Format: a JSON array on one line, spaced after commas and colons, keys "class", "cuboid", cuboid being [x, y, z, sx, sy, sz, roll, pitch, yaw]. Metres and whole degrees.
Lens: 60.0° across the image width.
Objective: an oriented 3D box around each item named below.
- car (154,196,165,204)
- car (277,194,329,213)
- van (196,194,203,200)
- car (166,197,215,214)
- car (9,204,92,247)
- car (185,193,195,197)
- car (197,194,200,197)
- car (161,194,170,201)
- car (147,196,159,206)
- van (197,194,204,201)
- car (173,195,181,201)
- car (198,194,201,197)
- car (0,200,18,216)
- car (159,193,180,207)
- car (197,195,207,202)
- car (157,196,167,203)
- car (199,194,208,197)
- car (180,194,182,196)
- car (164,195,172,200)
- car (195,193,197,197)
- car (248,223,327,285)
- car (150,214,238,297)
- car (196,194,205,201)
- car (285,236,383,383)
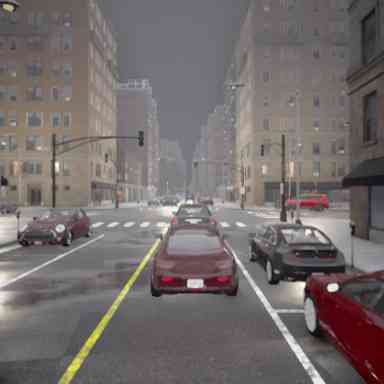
[{"class": "car", "cuboid": [-6.208, 1.487, 64.070, 1.887, 1.381, 4.507, 0, 0, -1]}, {"class": "car", "cuboid": [12.570, 1.261, 37.650, 5.566, 2.045, 2.150, 0, 0, 1]}, {"class": "van", "cuboid": [2.005, 1.324, 91.695, 1.690, 1.788, 3.998, 0, 0, -1]}, {"class": "car", "cuboid": [0.068, 1.326, 16.063, 2.097, 1.767, 4.553, 0, 0, 0]}, {"class": "car", "cuboid": [-5.877, 1.416, 14.693, 1.967, 1.590, 4.097, 0, 0, 0]}, {"class": "car", "cuboid": [-0.477, 1.178, 75.260, 2.150, 2.045, 5.566, 0, 0, -1]}, {"class": "car", "cuboid": [2.314, 1.469, 64.331, 1.752, 1.417, 4.829, 0, 0, -1]}, {"class": "car", "cuboid": [-6.395, 1.401, 80.594, 1.967, 1.590, 4.097, 0, 0, -1]}, {"class": "car", "cuboid": [-6.083, 1.491, 53.055, 2.008, 1.369, 4.403, 0, 0, -1]}, {"class": "van", "cuboid": [2.067, 1.312, 86.189, 1.690, 1.788, 3.998, 0, 0, -1]}, {"class": "car", "cuboid": [-3.531, 1.483, 79.597, 1.812, 1.442, 4.674, 0, 0, -1]}, {"class": "car", "cuboid": [2.379, 1.507, 58.654, 1.947, 1.339, 4.313, 0, 0, -1]}, {"class": "car", "cuboid": [-18.268, 1.351, 30.673, 4.902, 1.511, 2.128, 1, 0, 0]}, {"class": "car", "cuboid": [-3.282, 1.295, 49.595, 2.097, 1.767, 4.553, 0, 0, -1]}, {"class": "car", "cuboid": [2.192, 1.393, 75.175, 1.967, 1.590, 4.097, 0, 0, -1]}, {"class": "car", "cuboid": [-6.271, 1.528, 69.578, 1.802, 1.307, 4.206, 0, 0, -1]}, {"class": "car", "cuboid": [2.441, 1.486, 53.148, 1.887, 1.381, 4.507, 0, 0, -1]}, {"class": "car", "cuboid": [-3.403, 1.507, 64.576, 1.994, 1.385, 4.181, 0, 0, 0]}, {"class": "car", "cuboid": [-6.521, 1.548, 91.609, 1.947, 1.339, 4.313, 0, 0, -1]}, {"class": "car", "cuboid": [2.255, 1.262, 69.668, 2.192, 1.841, 5.009, 0, 0, -1]}, {"class": "car", "cuboid": [2.658, 1.535, 9.221, 2.008, 1.369, 4.403, 0, 0, 0]}, {"class": "car", "cuboid": [0.024, 1.511, 8.410, 1.812, 1.442, 4.674, 0, 0, -1]}, {"class": "car", "cuboid": [2.129, 1.401, 80.681, 1.967, 1.590, 4.097, 0, 0, -1]}, {"class": "car", "cuboid": [2.669, 1.538, 3.730, 1.887, 1.381, 4.507, 0, 0, 0]}]
